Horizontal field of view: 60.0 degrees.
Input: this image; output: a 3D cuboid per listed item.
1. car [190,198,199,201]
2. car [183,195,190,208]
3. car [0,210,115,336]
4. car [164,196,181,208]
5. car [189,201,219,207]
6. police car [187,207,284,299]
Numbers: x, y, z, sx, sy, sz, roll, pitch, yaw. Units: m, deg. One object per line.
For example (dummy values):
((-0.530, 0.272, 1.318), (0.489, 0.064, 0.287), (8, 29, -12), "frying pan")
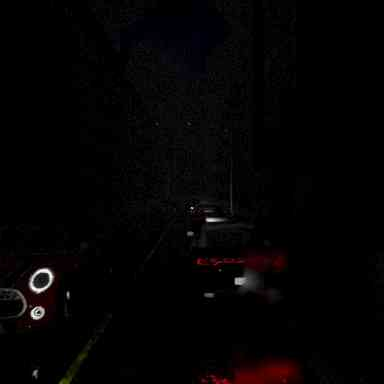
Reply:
((0.906, 1.451, 24.730), (1.801, 1.575, 5.366), (0, 0, 0), "car")
((0.040, 1.554, 47.293), (1.994, 1.385, 4.181), (0, 0, 1), "car")
((-3.099, 1.351, 6.985), (2.097, 1.767, 4.553), (0, 0, 0), "car")
((-3.086, 1.537, 48.755), (2.033, 1.411, 5.357), (0, 0, 0), "car")
((0.905, 1.475, 18.539), (1.882, 1.535, 5.008), (0, 0, 0), "car")
((0.902, 1.424, 8.650), (1.930, 1.638, 5.238), (0, 0, 0), "police car")
